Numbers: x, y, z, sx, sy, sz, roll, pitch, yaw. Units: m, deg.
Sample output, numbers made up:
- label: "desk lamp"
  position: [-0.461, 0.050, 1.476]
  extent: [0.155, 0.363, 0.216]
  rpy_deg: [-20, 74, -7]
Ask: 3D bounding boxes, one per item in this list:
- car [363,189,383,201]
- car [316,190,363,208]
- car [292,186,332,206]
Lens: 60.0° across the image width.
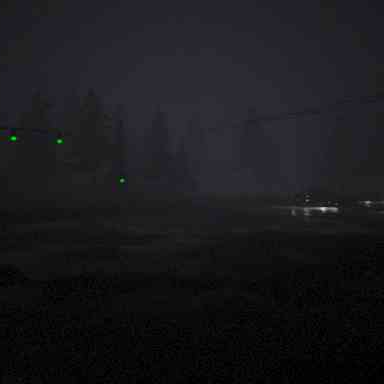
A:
- label: "car"
  position: [23.202, 0.385, 43.624]
  extent: [4.674, 1.442, 1.812]
  rpy_deg: [-2, 1, -37]
- label: "car"
  position: [14.580, 0.752, 32.748]
  extent: [4.181, 1.385, 1.994]
  rpy_deg: [-2, 1, -37]
- label: "car"
  position: [13.185, 0.375, 36.081]
  extent: [5.566, 2.045, 2.150]
  rpy_deg: [-2, 1, -38]
